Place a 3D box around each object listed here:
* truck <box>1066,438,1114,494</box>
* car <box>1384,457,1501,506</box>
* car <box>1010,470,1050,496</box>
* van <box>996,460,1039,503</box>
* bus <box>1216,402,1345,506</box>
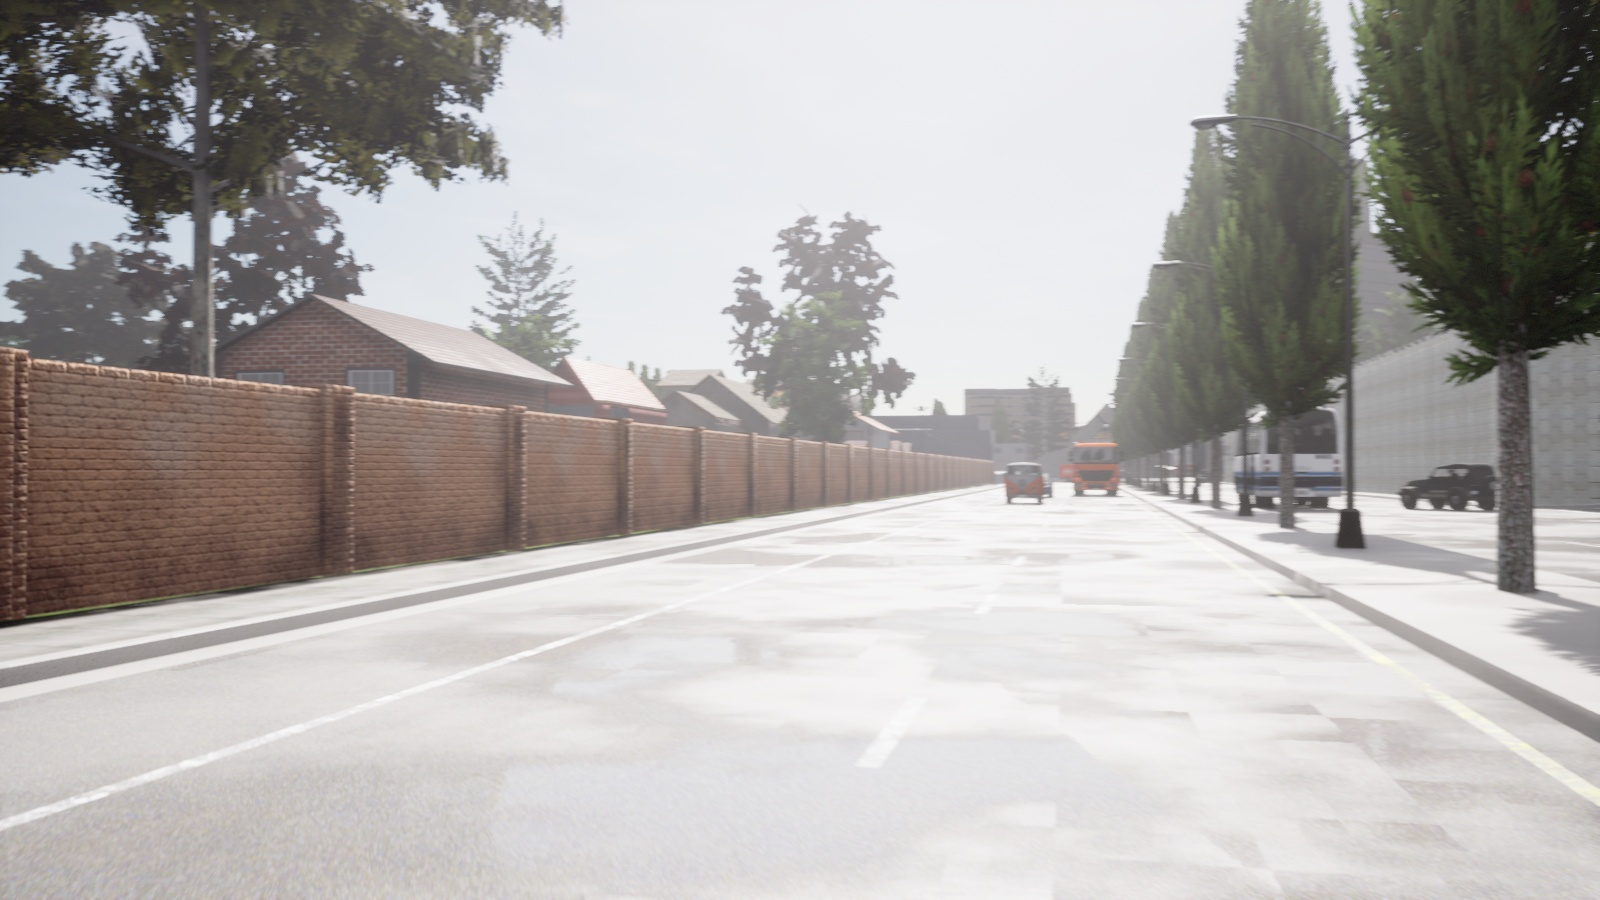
[{"bbox_3d":[18.966,1.085,82.404,2.891,3.462,7.936,-1,-1,13],"label":"truck"},{"bbox_3d":[25.774,1.261,50.507,1.905,1.878,3.866,0,-1,-22],"label":"car"},{"bbox_3d":[13.854,1.986,75.496,2.163,1.488,4.792,-1,-1,13],"label":"car"},{"bbox_3d":[10.499,1.510,60.438,1.775,1.987,4.442,-1,-1,13],"label":"van"},{"bbox_3d":[21.478,0.244,56.894,3.944,4.253,10.273,-1,-1,13],"label":"bus"}]
